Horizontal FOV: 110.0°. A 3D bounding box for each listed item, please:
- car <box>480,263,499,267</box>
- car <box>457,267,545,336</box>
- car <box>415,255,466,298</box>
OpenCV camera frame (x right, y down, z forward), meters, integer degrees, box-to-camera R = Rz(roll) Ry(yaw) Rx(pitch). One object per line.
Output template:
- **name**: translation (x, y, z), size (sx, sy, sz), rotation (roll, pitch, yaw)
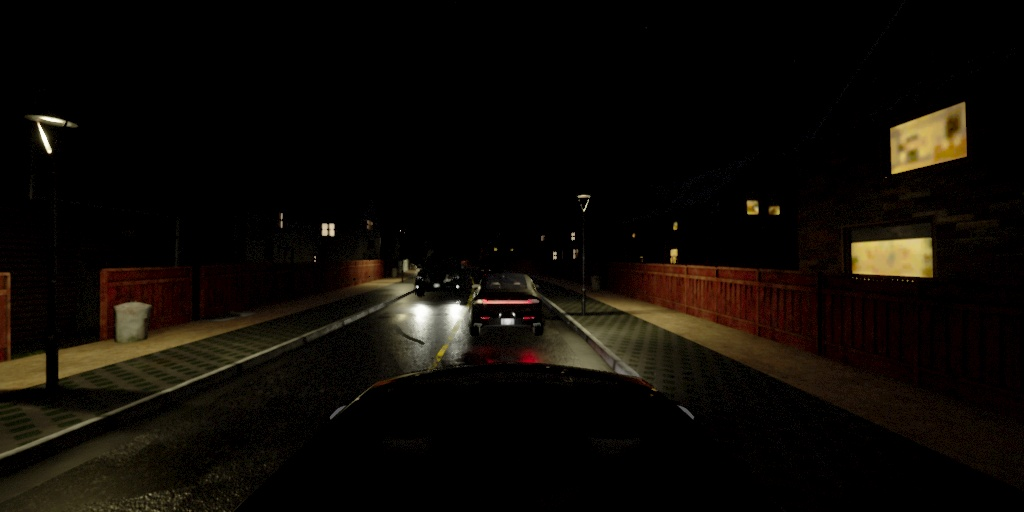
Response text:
- **car**: translation (-1.951, 1.311, 30.565), size (1.837, 1.490, 4.892), rotation (0, 0, -7)
- **car**: translation (-0.173, 1.244, 10.382), size (2.128, 1.511, 4.902), rotation (0, 0, -2)
- **car**: translation (-3.639, 0.982, 19.000), size (2.150, 2.045, 5.566), rotation (0, 0, -5)
